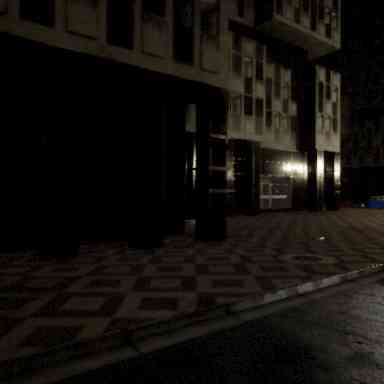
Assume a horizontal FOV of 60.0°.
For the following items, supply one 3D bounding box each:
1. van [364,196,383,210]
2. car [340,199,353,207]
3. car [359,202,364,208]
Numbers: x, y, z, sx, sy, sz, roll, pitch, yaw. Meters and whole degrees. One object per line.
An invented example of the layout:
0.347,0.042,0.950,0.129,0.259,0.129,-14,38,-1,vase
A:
24.328,1.415,41.614,1.690,1.788,3.998,0,0,-35,van
24.723,1.807,55.767,1.802,1.307,4.206,0,0,-35,car
27.997,1.737,51.164,2.008,1.369,4.403,0,0,-35,car
